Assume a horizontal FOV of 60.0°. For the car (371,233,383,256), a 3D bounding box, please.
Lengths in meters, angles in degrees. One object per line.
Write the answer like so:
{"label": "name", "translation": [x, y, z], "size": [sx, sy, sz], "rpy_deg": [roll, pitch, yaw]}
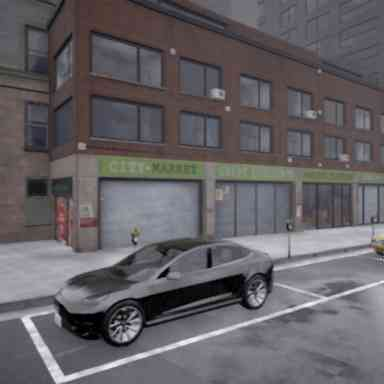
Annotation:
{"label": "car", "translation": [8.685, 1.659, 12.740], "size": [4.829, 1.417, 1.752], "rpy_deg": [1, -1, -35]}

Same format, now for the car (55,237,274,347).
{"label": "car", "translation": [-0.270, 1.598, 6.350], "size": [4.313, 1.339, 1.947], "rpy_deg": [1, -1, -35]}
